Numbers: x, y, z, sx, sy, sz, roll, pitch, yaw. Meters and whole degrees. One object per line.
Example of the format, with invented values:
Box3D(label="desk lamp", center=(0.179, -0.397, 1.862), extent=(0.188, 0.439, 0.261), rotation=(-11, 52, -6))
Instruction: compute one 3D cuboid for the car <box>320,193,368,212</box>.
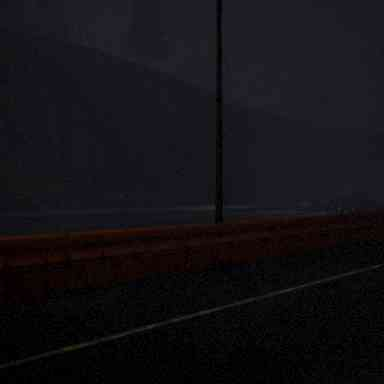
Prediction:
Box3D(label="car", center=(16.916, 1.150, 36.003), extent=(5.566, 2.045, 2.150), rotation=(0, 0, -28))

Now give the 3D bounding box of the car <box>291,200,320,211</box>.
Box3D(label="car", center=(13.676, 1.532, 38.207), extent=(4.718, 1.301, 1.895), rotation=(0, 0, -29))

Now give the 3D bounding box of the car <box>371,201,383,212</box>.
Box3D(label="car", center=(18.146, 1.429, 28.648), extent=(4.902, 1.511, 2.128), rotation=(0, 0, -29))

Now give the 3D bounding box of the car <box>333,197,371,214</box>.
Box3D(label="car", center=(16.364, 1.484, 31.710), extent=(5.357, 1.411, 2.033), rotation=(0, 0, -30))
